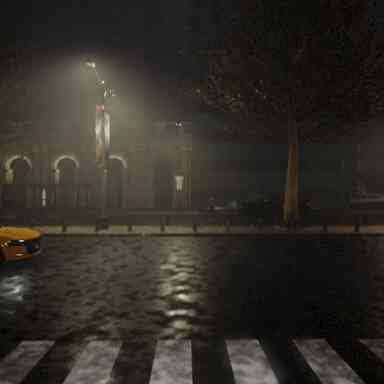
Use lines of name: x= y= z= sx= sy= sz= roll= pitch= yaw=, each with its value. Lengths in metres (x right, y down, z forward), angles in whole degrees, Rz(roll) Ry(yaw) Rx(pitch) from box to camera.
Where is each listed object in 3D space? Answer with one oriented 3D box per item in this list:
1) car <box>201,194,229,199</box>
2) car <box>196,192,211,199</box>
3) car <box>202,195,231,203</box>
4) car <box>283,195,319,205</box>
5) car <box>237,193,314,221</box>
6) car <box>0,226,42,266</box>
car: x=3.848 y=1.226 z=44.864 sx=4.786 sy=1.482 sz=2.161 roll=0 pitch=0 yaw=-1
car: x=3.167 y=0.717 z=74.957 sx=5.566 sy=2.045 sz=2.435 roll=0 pitch=0 yaw=-1
car: x=4.162 y=1.228 z=56.468 sx=4.718 sy=1.301 sz=1.895 roll=0 pitch=0 yaw=-1
car: x=16.009 y=1.116 z=49.090 sx=4.674 sy=1.452 sz=2.002 roll=0 pitch=0 yaw=-1
car: x=6.304 y=1.114 z=25.657 sx=5.566 sy=2.045 sz=2.150 roll=0 pitch=0 yaw=0
car: x=-7.349 y=1.434 z=10.361 sx=5.008 sy=1.535 sz=1.882 roll=0 pitch=0 yaw=0
